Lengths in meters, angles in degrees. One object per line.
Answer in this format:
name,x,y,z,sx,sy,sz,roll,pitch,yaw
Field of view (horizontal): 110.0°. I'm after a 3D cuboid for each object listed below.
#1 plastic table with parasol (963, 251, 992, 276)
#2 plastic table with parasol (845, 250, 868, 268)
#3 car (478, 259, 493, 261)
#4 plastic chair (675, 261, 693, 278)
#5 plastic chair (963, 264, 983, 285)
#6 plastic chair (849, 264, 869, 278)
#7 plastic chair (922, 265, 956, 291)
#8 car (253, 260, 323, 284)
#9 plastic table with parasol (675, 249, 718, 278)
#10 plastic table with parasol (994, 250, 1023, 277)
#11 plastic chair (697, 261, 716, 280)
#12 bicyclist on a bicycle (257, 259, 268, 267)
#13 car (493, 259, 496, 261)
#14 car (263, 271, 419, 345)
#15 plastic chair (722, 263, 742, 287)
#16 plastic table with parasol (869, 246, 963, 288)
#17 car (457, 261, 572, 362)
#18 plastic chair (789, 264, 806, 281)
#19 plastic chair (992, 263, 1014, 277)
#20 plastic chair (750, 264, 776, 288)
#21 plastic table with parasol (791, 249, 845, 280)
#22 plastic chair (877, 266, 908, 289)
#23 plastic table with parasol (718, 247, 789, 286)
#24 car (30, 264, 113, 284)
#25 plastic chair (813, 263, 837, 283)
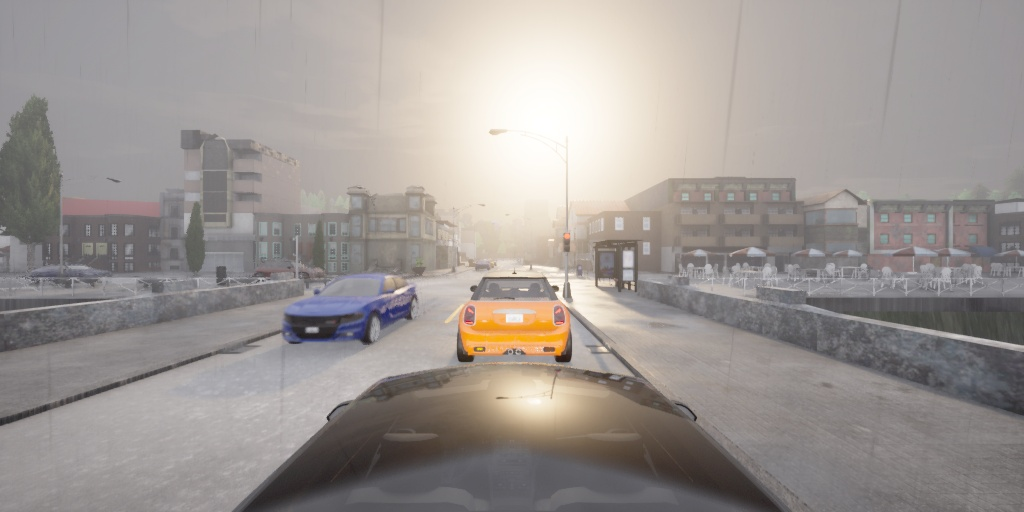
plastic table with parasol,30.514,0.675,25.085,2.482,2.480,2.482,0,0,0
plastic table with parasol,30.236,0.675,32.175,2.482,2.480,2.482,0,0,0
car,-4.088,1.228,51.032,1.882,1.535,5.008,0,0,0
plastic chair,14.706,1.279,30.610,0.730,1.272,0.750,0,0,0
plastic chair,30.504,1.279,23.805,0.750,1.272,0.730,0,0,0
plastic chair,29.906,1.279,30.805,0.750,1.272,0.730,0,0,0
plastic chair,23.702,1.279,19.907,0.750,1.272,0.730,0,0,0
car,-16.103,1.102,26.188,4.553,1.767,2.097,0,0,-1
plastic table with parasol,15.926,0.675,30.490,2.482,2.480,2.482,0,0,0
plastic table with parasol,46.707,0.675,33.180,2.482,2.480,2.482,0,0,0
plastic chair,15.805,1.279,29.210,0.750,1.272,0.730,0,0,0
bicyclist on a bicycle,-24.013,1.099,34.562,0.582,1.620,1.656,0,0,0
car,-4.068,1.228,60.682,1.882,1.535,5.008,0,0,0
car,-4.004,1.227,9.759,1.882,1.535,5.008,0,0,1
plastic chair,13.903,1.279,22.811,0.730,1.272,0.750,0,0,0
plastic table with parasol,23.803,0.675,21.257,2.482,2.480,2.482,0,0,0
car,0.062,1.102,8.353,2.097,1.767,4.553,0,0,1
plastic chair,21.705,1.279,27.508,0.730,1.272,0.750,0,0,0
plastic chair,45.507,1.279,33.301,0.730,1.272,0.750,0,0,0
plastic chair,15.003,1.279,21.410,0.750,1.272,0.730,0,0,0
plastic table with parasol,22.905,0.675,27.458,2.482,2.480,2.482,0,0,0
plastic chair,22.603,1.279,21.308,0.730,1.272,0.750,0,0,0
plastic table with parasol,15.173,0.675,22.670,2.482,2.480,2.482,0,0,0
car,-32.106,1.275,26.172,4.674,1.442,1.812,0,0,0
plastic chair,22.804,1.279,26.108,0.750,1.272,0.730,0,0,0
